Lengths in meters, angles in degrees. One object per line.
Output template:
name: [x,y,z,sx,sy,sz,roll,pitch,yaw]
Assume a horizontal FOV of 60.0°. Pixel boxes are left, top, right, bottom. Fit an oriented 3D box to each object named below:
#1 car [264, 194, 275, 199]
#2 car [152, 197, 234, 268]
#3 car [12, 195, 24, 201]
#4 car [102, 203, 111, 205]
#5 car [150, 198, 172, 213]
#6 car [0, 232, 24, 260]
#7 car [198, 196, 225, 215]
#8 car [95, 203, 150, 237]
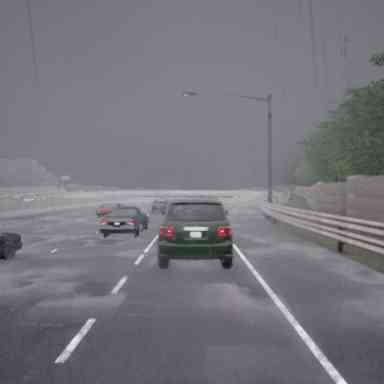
car: [20.576,1.257,89.164,2.097,1.767,4.553,-1,1,17]
car: [0.108,1.214,11.412,2.150,2.045,5.566,0,0,0]
car: [-42.165,1.508,80.775,1.812,1.442,4.674,1,0,-16]
car: [-6.886,1.584,29.093,1.895,1.301,4.718,0,0,0]
car: [-3.481,1.475,38.228,2.128,1.511,4.902,0,0,0]
car: [-6.896,1.542,9.316,2.033,1.411,5.357,0,0,0]
car: [2.074,1.331,33.711,2.097,1.767,4.553,0,0,11]
car: [-3.490,1.537,17.984,2.033,1.411,5.357,0,0,0]
